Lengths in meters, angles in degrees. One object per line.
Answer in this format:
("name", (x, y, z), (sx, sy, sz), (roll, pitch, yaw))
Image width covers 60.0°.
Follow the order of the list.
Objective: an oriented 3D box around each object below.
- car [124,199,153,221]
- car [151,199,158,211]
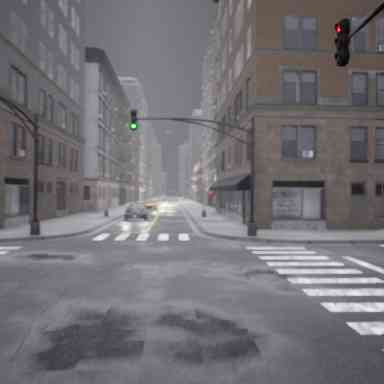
("car", (-4.653, 1.646, 28.584), (1.812, 1.442, 4.674), (1, 0, -3))
("car", (-5.542, 1.678, 44.009), (1.882, 1.535, 5.008), (1, -1, -3))
